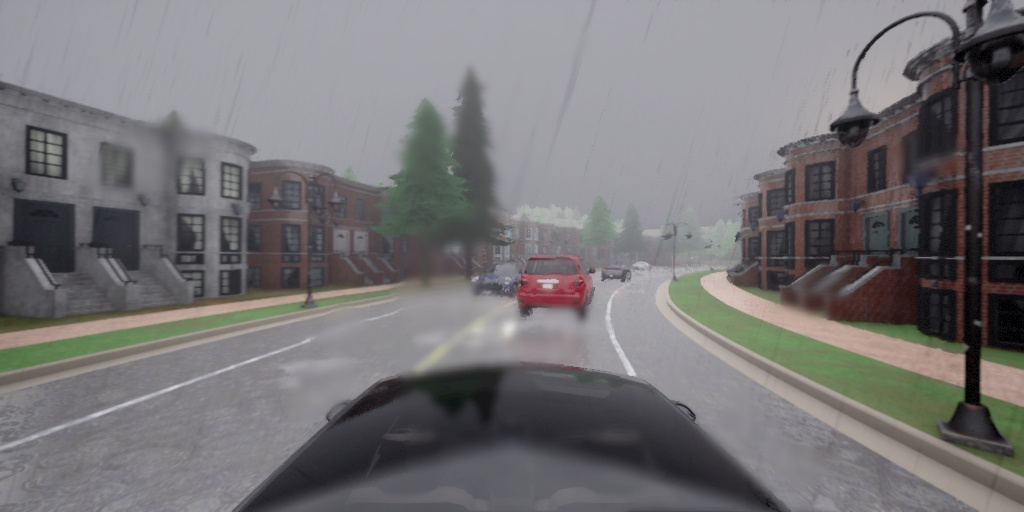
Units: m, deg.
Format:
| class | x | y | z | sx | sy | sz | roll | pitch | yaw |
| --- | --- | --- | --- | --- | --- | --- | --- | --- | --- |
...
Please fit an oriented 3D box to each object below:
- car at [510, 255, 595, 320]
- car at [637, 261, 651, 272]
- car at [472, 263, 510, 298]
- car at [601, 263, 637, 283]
| class | x | y | z | sx | sy | sz | roll | pitch | yaw |
| --- | --- | --- | --- | --- | --- | --- | --- | --- | --- |
| car | 1.781 | 1.007 | 13.144 | 2.150 | 2.045 | 5.566 | 0 | 0 | 15 |
| car | 19.249 | 1.540 | 53.675 | 1.812 | 1.442 | 4.674 | 0 | 0 | 38 |
| car | -0.296 | 1.128 | 18.421 | 2.097 | 1.767 | 4.553 | 1 | 0 | 20 |
| car | 8.829 | 1.371 | 30.167 | 2.128 | 1.511 | 4.902 | 0 | 0 | 26 |
